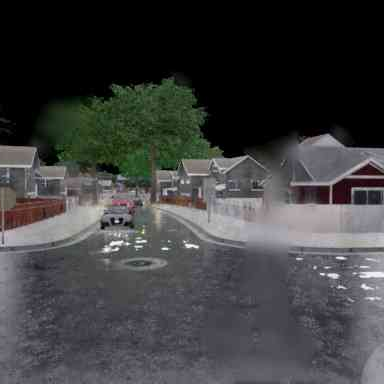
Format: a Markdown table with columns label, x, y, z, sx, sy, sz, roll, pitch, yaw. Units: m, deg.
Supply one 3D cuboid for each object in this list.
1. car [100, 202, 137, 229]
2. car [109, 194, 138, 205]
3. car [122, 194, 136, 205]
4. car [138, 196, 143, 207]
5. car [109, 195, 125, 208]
| label | x | y | z | sx | sy | sz | roll | pitch | yaw |
| --- | --- | --- | --- | --- | --- | --- | --- | --- | --- |
| car | -4.749 | 1.562 | 21.508 | 1.994 | 1.385 | 4.181 | 0 | 0 | -10 |
| car | -7.089 | 1.218 | 34.096 | 2.150 | 2.045 | 5.566 | 0 | 0 | -13 |
| car | -11.634 | 1.320 | 61.173 | 2.097 | 1.767 | 4.553 | 0 | 0 | -14 |
| car | -8.915 | 1.322 | 51.583 | 2.097 | 1.767 | 4.553 | 0 | 0 | -16 |
| car | -11.341 | 1.339 | 50.006 | 2.097 | 1.767 | 4.553 | 0 | 0 | -16 |
